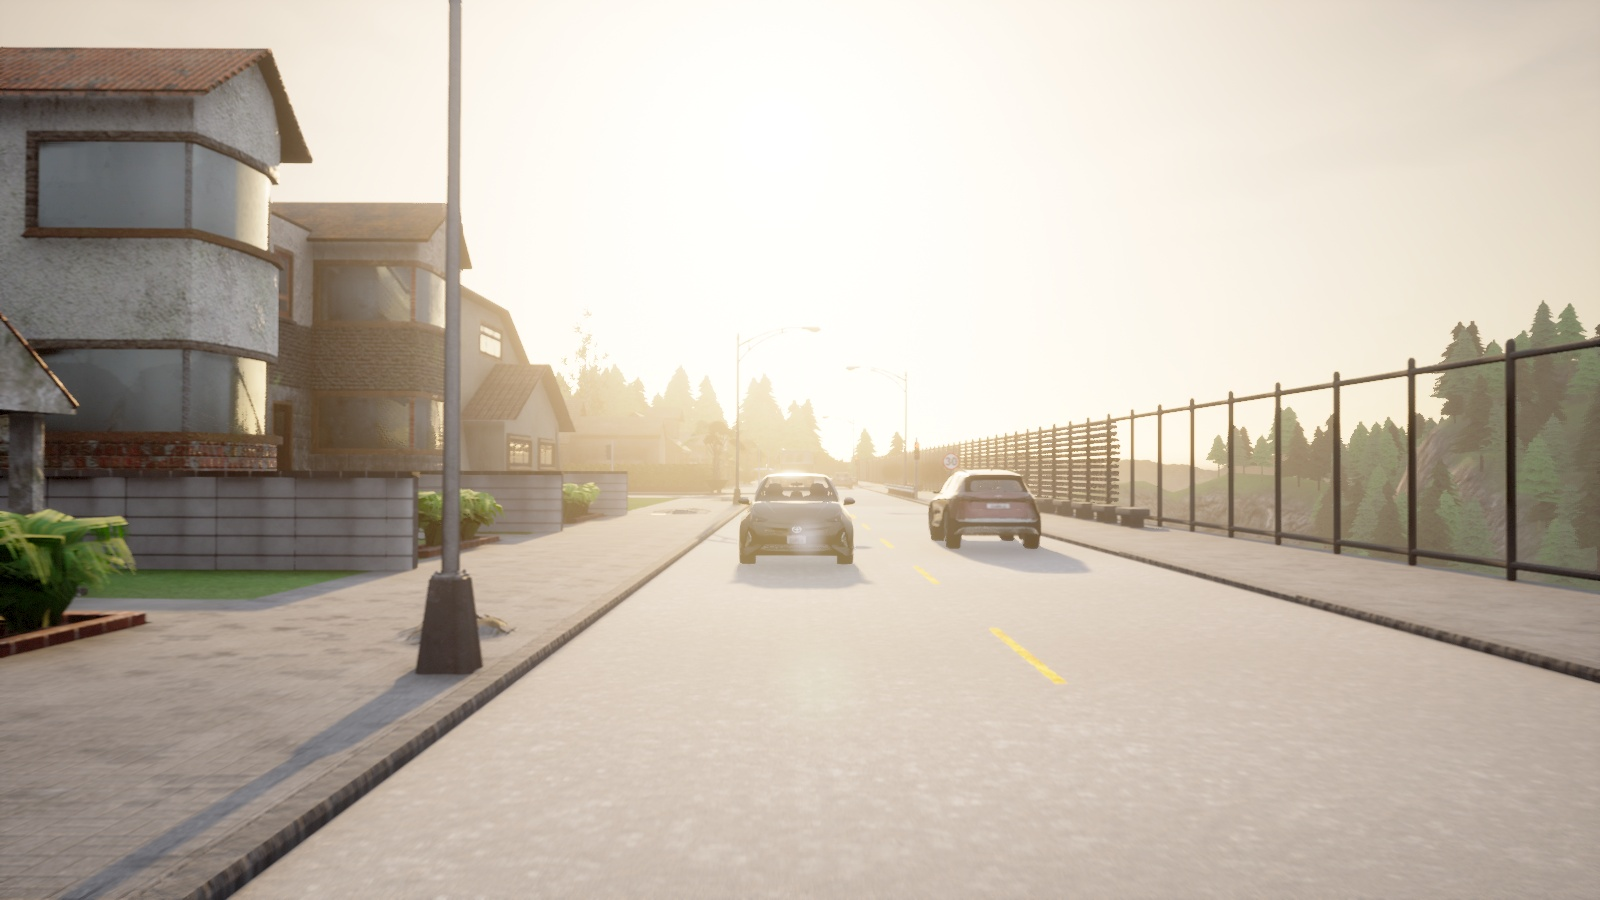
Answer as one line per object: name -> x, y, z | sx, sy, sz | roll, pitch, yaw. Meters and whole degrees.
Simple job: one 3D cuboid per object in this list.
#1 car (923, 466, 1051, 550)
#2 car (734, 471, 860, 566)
car -> 3.935, 1.186, 27.300 | 2.033, 1.649, 4.856 | 0, -1, 0
car -> -0.053, 1.136, 22.386 | 2.007, 1.525, 4.514 | 0, -1, 0
